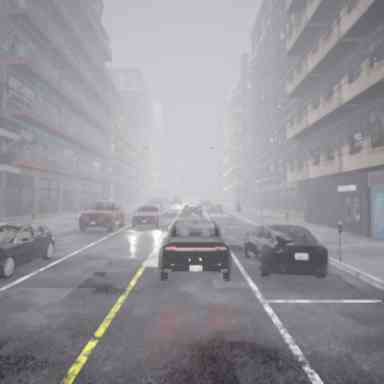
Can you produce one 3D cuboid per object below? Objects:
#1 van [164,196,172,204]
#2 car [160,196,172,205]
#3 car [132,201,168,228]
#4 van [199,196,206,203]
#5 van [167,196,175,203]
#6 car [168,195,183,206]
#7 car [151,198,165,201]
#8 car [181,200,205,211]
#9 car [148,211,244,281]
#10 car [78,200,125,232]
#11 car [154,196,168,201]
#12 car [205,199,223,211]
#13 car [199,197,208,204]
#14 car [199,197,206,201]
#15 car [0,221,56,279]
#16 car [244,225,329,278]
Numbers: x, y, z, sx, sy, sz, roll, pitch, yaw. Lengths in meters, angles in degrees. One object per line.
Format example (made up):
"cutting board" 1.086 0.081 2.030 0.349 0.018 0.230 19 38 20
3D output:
"van" -5.671 1.931 78.430 1.690 1.788 3.998 1 0 0
"car" -5.670 1.861 72.746 2.192 1.841 5.009 1 0 0
"car" -3.099 1.656 24.096 1.882 1.535 5.008 0 0 0
"van" 2.709 2.020 89.860 1.690 1.788 3.998 1 0 0
"van" -5.677 2.020 89.800 1.690 1.788 3.998 1 0 0
"car" -3.008 1.719 66.318 2.150 2.045 5.566 0 0 0
"car" -5.676 1.938 50.007 1.947 1.339 4.313 1 0 0
"car" 0.099 1.863 35.360 1.895 1.301 4.718 0 0 0
"car" 0.090 1.567 10.121 2.128 1.511 4.902 0 0 0
"car" -5.671 1.475 21.586 2.192 1.841 5.009 1 0 0
"car" -5.671 1.731 55.693 2.192 1.841 5.009 1 0 0
"car" 2.705 1.814 38.868 1.752 1.417 4.829 1 0 0
"car" 2.707 2.031 78.490 1.967 1.590 4.097 1 0 0
"car" 2.704 2.025 61.435 1.947 1.339 4.313 1 0 0
"car" -5.676 1.627 10.215 2.008 1.369 4.403 1 0 0
"car" 2.704 1.642 10.276 1.947 1.339 4.313 1 0 0
